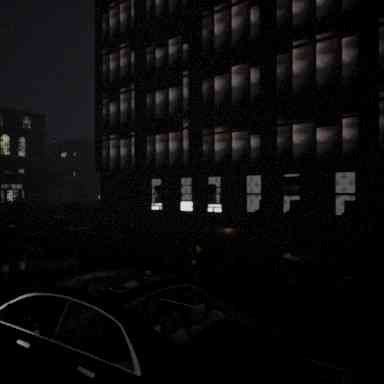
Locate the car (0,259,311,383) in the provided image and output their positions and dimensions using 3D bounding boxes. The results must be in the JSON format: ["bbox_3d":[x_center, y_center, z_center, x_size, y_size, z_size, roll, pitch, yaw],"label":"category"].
[{"bbox_3d":[-1.035,1.547,3.614,4.403,1.369,2.008,0,0,35],"label":"car"}]

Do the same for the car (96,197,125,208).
[{"bbox_3d":[-12.483,1.583,51.231,1.967,1.590,4.097,-1,-1,36],"label":"car"}]

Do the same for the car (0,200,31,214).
[{"bbox_3d":[-20.046,1.615,36.565,1.994,1.385,4.181,0,0,36],"label":"car"}]

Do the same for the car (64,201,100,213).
[{"bbox_3d":[-12.261,1.636,37.325,1.802,1.307,4.206,-1,-1,36],"label":"car"}]
